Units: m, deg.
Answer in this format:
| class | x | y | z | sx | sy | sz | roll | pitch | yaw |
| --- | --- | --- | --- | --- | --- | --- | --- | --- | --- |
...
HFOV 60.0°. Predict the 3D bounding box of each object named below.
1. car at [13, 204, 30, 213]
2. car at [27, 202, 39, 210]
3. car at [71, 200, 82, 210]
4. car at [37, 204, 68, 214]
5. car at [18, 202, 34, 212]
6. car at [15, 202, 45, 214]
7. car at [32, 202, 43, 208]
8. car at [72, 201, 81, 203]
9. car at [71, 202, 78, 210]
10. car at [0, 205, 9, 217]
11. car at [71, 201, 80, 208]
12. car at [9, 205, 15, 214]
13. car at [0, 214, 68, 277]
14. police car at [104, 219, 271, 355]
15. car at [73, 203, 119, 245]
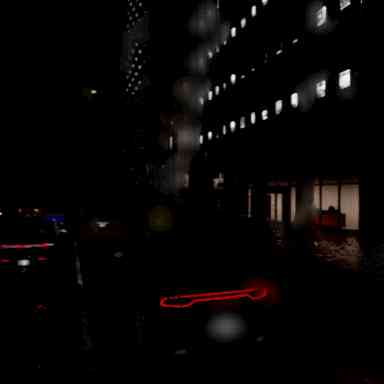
| class | x | y | z | sx | sy | sz | roll | pitch | yaw |
| --- | --- | --- | --- | --- | --- | --- | --- | --- | --- |
| car | -26.656 | 2.582 | 52.159 | 1.802 | 1.307 | 4.206 | 0 | -1 | -20 |
| car | -32.507 | 2.840 | 67.993 | 1.752 | 1.417 | 4.829 | 0 | -1 | -20 |
| car | -24.706 | 2.747 | 71.059 | 2.192 | 1.841 | 5.009 | 0 | -1 | -20 |
| car | -11.374 | 2.026 | 27.535 | 1.882 | 1.535 | 5.008 | 1 | -1 | -20 |
| car | -28.626 | 2.546 | 57.492 | 1.967 | 1.590 | 4.097 | 0 | -1 | -20 |
| car | -18.914 | 2.106 | 38.939 | 2.097 | 1.767 | 4.553 | 1 | -1 | -20 |
| car | -36.506 | 3.095 | 78.812 | 1.947 | 1.339 | 4.313 | 0 | -1 | -20 |
| car | -22.736 | 2.642 | 65.728 | 2.192 | 1.841 | 5.009 | 0 | -1 | -20 |
| car | -14.855 | 2.453 | 44.402 | 2.008 | 1.369 | 4.403 | 0 | -1 | -20 |
| car | -18.777 | 2.126 | 30.839 | 2.008 | 1.369 | 4.403 | 0 | -1 | -20 |
| car | -28.644 | 3.084 | 81.717 | 1.967 | 1.590 | 4.097 | 0 | -1 | -20 |
| car | -22.717 | 2.339 | 41.499 | 2.008 | 1.369 | 4.403 | 0 | -1 | -20 |
| car | -5.325 | 1.714 | 11.164 | 2.128 | 1.511 | 4.902 | 1 | -1 | -20 |
| police car | -0.455 | 1.579 | 6.739 | 1.930 | 1.638 | 5.238 | 1 | -1 | -20 |
| car | -5.008 | 1.686 | 17.755 | 2.192 | 1.841 | 5.009 | 0 | -1 | -20 |
